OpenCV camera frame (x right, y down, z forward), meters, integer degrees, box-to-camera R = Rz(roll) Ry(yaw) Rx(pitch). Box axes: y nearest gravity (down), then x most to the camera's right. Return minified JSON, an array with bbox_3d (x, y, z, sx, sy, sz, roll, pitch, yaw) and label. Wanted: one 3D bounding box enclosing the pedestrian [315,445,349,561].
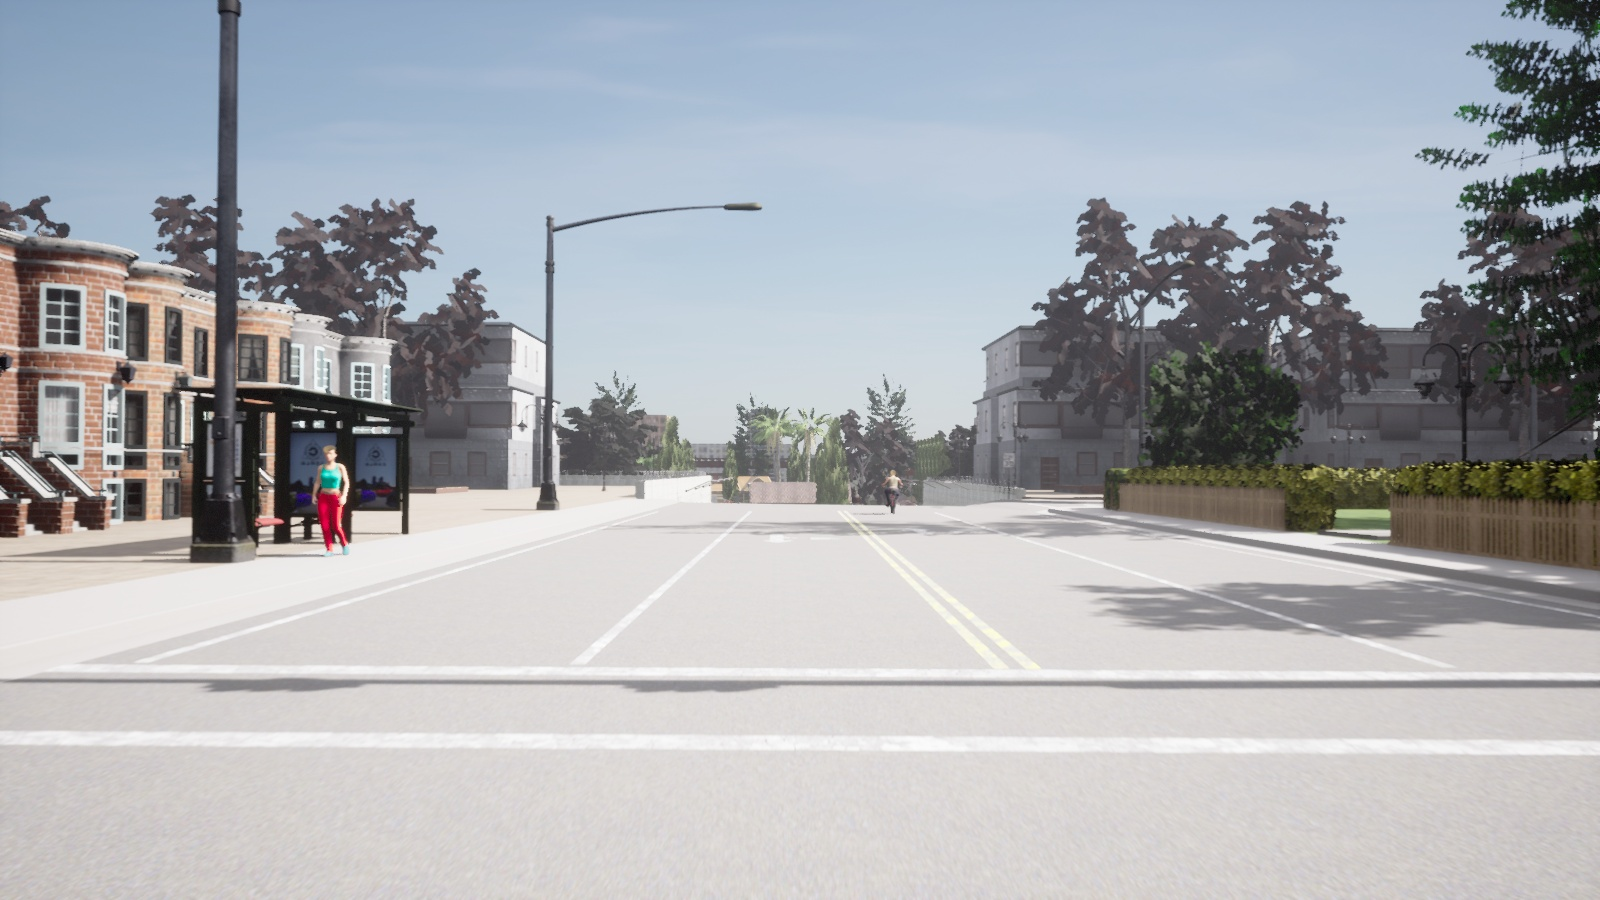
[{"bbox_3d":[-7.518,0.843,20.188,0.345,1.836,0.594,0,-1,-2],"label":"pedestrian"}]
